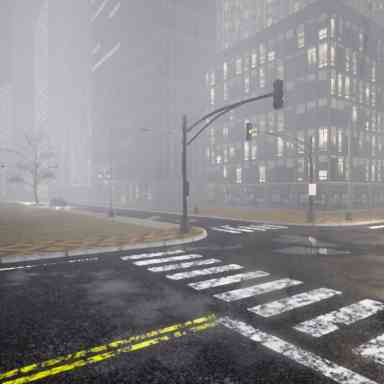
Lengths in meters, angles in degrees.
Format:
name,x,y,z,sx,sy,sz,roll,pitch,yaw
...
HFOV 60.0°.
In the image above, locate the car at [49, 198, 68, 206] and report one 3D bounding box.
name,x,y,z,sx,sy,sz,roll,pitch,yaw
car,-21.749,1.606,54.191,1.895,1.301,4.718,0,0,-35
